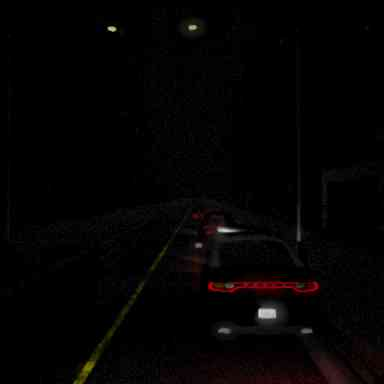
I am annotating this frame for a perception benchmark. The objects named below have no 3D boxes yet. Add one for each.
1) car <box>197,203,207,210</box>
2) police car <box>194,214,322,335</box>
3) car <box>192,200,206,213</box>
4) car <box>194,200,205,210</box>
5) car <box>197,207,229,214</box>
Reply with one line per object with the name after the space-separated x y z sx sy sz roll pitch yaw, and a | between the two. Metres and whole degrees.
1.446 1.746 23.074 1.882 1.535 5.008 0 -1 1 | car
1.095 1.504 7.189 1.930 1.638 5.238 0 -1 1 | police car
1.040 2.137 44.604 1.895 1.301 4.718 0 -1 2 | car
1.299 2.167 57.217 1.882 1.535 5.008 0 -1 1 | car
1.314 1.722 17.075 1.812 1.442 4.674 0 -1 1 | car
